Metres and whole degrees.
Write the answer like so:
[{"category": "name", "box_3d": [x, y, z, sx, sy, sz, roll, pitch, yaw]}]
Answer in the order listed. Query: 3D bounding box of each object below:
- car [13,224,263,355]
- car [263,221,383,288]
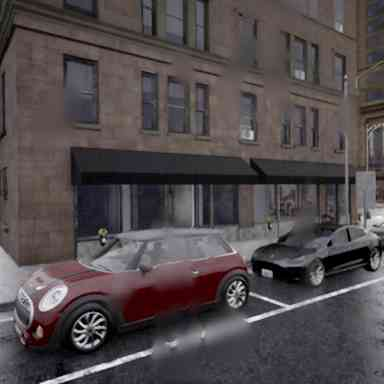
[{"category": "car", "box_3d": [-0.922, 1.439, 6.001, 4.097, 1.590, 1.967, 0, -1, -35]}, {"category": "car", "box_3d": [3.561, 1.562, 9.197, 4.313, 1.339, 1.947, 0, -1, -35]}]
